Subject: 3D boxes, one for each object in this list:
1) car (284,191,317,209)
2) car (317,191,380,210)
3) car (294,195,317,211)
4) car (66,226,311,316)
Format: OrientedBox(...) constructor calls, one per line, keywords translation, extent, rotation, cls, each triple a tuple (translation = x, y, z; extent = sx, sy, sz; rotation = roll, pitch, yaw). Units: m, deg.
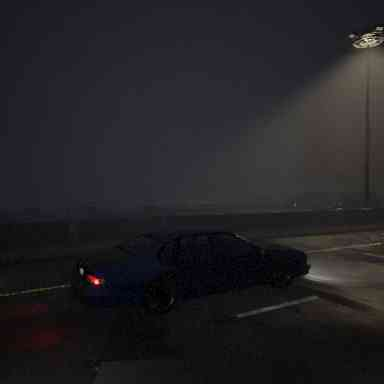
OrientedBox(translation=(13.079, 0.911, 37.461), extent=(5.566, 2.045, 2.150), rotation=(0, 0, -22), cls="car")
OrientedBox(translation=(14.659, 0.977, 30.550), extent=(5.566, 2.045, 2.150), rotation=(0, 0, -23), cls="car")
OrientedBox(translation=(13.488, 1.270, 33.861), extent=(5.357, 1.411, 2.033), rotation=(0, 1, -23), cls="car")
OrientedBox(translation=(0.153, 1.479, 7.311), extent=(5.357, 1.411, 2.033), rotation=(0, 1, -31), cls="car")
